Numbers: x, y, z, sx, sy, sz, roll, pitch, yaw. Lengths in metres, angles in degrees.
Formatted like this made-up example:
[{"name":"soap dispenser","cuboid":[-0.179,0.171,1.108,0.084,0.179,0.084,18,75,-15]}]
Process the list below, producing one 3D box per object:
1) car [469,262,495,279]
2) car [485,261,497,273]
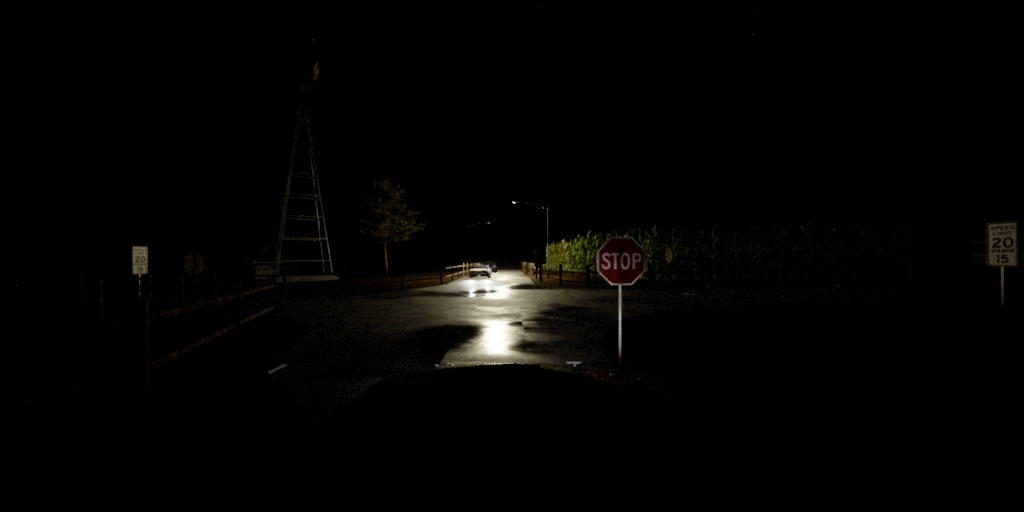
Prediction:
[{"name":"car","cuboid":[-2.981,1.492,34.470,1.895,1.301,4.718,0,-1,0]},{"name":"car","cuboid":[-3.085,1.407,49.079,2.097,1.767,4.553,0,-1,0]}]
